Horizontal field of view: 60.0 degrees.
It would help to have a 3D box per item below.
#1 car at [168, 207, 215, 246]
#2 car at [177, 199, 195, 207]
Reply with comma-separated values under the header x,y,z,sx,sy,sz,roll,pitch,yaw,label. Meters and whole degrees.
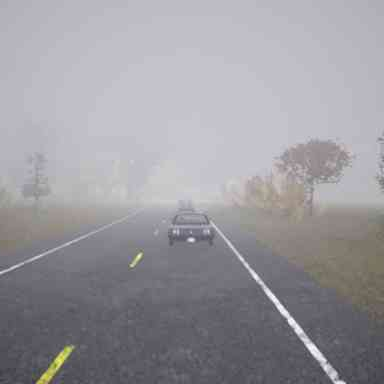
x,y,z,sx,sy,sz,roll,pitch,yaw,label
-0.062,1.599,15.380,1.895,1.301,4.718,0,0,-1,car
-0.688,1.521,36.643,2.033,1.411,5.357,0,0,-2,car
